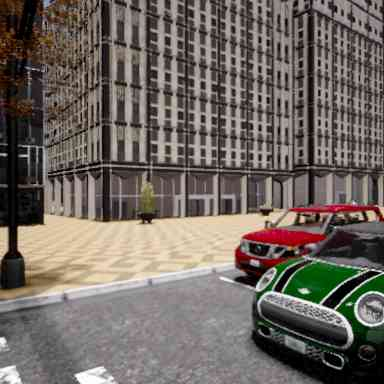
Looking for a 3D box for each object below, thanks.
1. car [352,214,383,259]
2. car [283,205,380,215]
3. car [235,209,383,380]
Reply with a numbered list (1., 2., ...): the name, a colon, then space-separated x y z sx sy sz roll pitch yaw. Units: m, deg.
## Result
1. car: 7.978 1.538 12.251 4.313 1.339 1.947 0 0 -35
2. car: 3.481 1.299 9.044 5.009 1.841 2.192 0 0 -35
3. car: 3.120 1.340 5.568 4.553 1.767 2.097 0 0 -36
